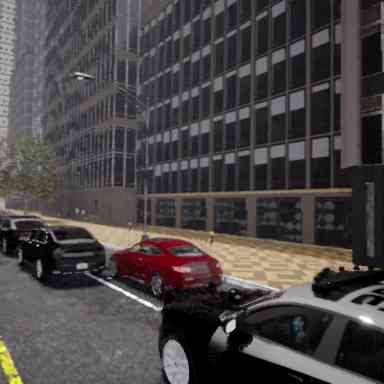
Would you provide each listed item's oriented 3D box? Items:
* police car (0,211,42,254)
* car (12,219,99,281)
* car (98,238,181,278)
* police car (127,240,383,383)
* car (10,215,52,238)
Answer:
[{"bbox_3d":[-8.204,1.931,16.120,1.930,1.638,5.238,3,-3,-37],"label":"police car"},{"bbox_3d":[-4.522,1.882,11.243,1.837,1.490,4.892,3,-3,-37],"label":"car"},{"bbox_3d":[-0.904,1.949,9.419,1.802,1.307,4.206,3,-3,-37],"label":"car"},{"bbox_3d":[1.442,1.595,3.358,1.930,1.638,5.238,3,-3,-37],"label":"police car"},{"bbox_3d":[-11.199,2.308,23.040,1.802,1.307,4.206,3,-3,-37],"label":"car"}]
